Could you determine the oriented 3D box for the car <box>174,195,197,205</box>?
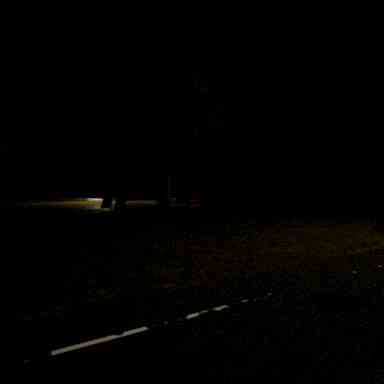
[{"bbox_3d":[-0.854,1.683,63.824,1.837,1.490,4.892,1,-1,-33],"label":"car"}]

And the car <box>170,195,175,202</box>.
[{"bbox_3d":[-4.751,1.380,69.654,2.097,1.767,4.553,1,0,-34],"label":"car"}]
